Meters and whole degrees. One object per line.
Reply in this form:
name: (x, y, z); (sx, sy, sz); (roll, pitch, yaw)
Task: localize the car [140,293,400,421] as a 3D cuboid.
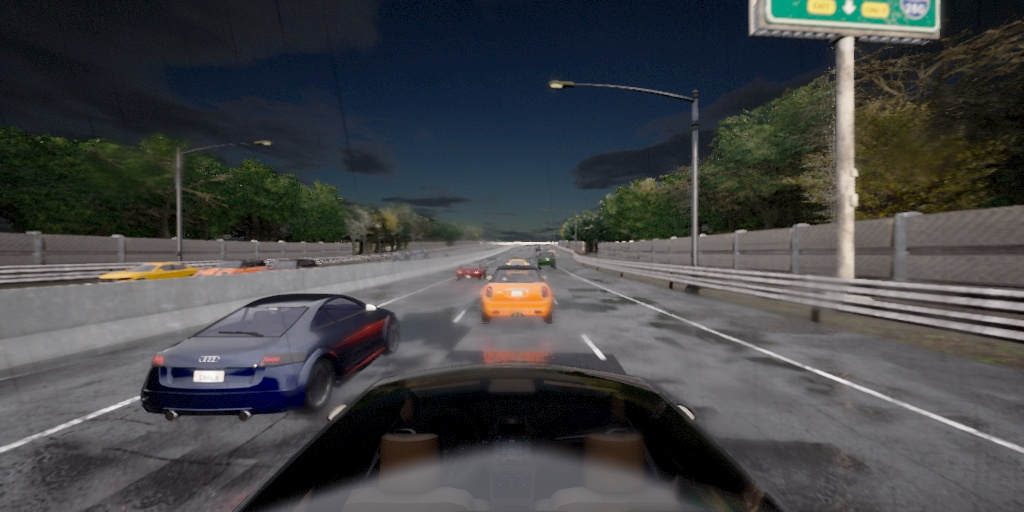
car: (-3.375, 1.307, 6.009); (1.994, 1.385, 4.181); (0, 0, 0)

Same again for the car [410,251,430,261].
car: (-15.872, 0.320, 63.211); (1.837, 1.490, 4.892); (0, 2, 3)

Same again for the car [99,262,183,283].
car: (-20.912, 1.128, 21.066); (1.882, 1.535, 5.008); (0, 0, 1)

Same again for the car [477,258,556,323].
car: (0.169, 1.069, 12.182); (2.097, 1.767, 4.553); (0, 0, 0)

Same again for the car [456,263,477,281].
car: (-3.071, 1.199, 28.098); (1.895, 1.301, 4.718); (0, 1, 1)

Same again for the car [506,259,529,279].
car: (0.507, 1.044, 31.079); (1.882, 1.535, 5.008); (0, 1, 1)

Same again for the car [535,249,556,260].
car: (4.357, 0.496, 45.387); (2.150, 2.045, 5.566); (0, 1, 2)

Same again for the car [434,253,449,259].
car: (-12.377, 0.320, 63.071); (1.837, 1.490, 4.892); (0, 2, 4)

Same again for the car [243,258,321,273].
car: (-13.886, 0.995, 22.383); (2.097, 1.767, 4.553); (0, 0, 1)

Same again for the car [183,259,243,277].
car: (-17.383, 0.993, 22.567); (2.097, 1.767, 4.553); (0, 0, 1)
